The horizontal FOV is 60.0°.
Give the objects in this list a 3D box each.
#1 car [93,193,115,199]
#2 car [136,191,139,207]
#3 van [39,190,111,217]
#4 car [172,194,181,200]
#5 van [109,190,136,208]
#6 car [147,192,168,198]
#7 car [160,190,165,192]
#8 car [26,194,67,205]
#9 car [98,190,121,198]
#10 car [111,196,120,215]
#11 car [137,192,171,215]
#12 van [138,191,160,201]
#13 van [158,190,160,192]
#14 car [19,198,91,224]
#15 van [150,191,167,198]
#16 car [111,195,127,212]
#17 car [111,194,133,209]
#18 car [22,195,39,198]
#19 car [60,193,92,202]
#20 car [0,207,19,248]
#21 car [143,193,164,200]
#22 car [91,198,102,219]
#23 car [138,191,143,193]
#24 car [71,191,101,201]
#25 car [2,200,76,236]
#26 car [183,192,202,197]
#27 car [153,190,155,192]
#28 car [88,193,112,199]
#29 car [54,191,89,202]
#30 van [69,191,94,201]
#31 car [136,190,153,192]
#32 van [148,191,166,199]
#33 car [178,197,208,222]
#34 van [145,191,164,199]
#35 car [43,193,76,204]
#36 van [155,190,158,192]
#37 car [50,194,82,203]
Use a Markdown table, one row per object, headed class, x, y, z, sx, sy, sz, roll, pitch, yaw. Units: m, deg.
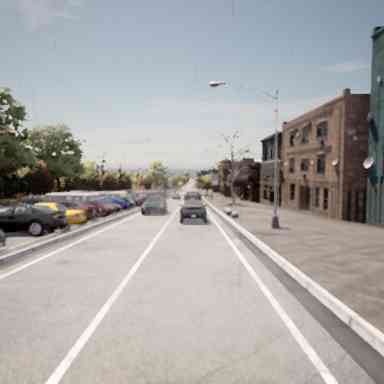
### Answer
| class | x | y | z | sx | sy | sz | roll | pitch | yaw |
| --- | --- | --- | --- | --- | --- | --- | --- | --- | --- |
| car | -22.053 | 0.921 | 83.287 | 5.008 | 1.535 | 2.097 | 0 | 1 | 0 |
| car | -8.942 | 1.085 | 39.178 | 4.553 | 1.767 | 2.185 | 0 | 0 | 0 |
| van | -8.773 | 1.060 | 25.161 | 4.442 | 1.987 | 1.878 | 0 | 0 | 0 |
| car | -3.261 | 1.047 | 71.840 | 2.033 | 1.411 | 5.357 | 0 | 0 | 0 |
| van | -8.790 | 1.000 | 36.374 | 4.442 | 1.987 | 1.878 | 0 | 0 | 0 |
| car | -8.978 | 0.876 | 86.843 | 5.008 | 1.535 | 2.097 | 0 | 1 | 0 |
| car | -8.926 | 0.809 | 67.211 | 5.566 | 2.045 | 2.435 | 0 | 0 | 0 |
| car | -21.822 | 1.151 | 49.974 | 5.366 | 1.575 | 1.946 | 0 | 0 | 0 |
| car | -22.038 | 0.599 | 88.835 | 5.566 | 2.045 | 2.435 | 0 | 1 | 0 |
| car | -8.865 | 1.301 | 27.966 | 4.792 | 1.488 | 2.163 | 0 | 0 | 0 |
| car | -3.351 | 1.138 | 30.166 | 2.097 | 1.767 | 4.553 | 0 | 0 | 0 |
| van | -9.075 | 0.820 | 70.011 | 4.442 | 1.987 | 1.878 | 0 | 0 | 0 |
| van | -9.066 | 0.850 | 64.406 | 4.442 | 1.987 | 1.878 | 0 | 0 | 0 |
| car | -9.066 | 1.313 | 19.556 | 5.366 | 1.575 | 1.946 | 0 | 0 | 0 |
| van | -9.105 | 0.614 | 89.643 | 4.442 | 1.987 | 1.878 | 0 | 1 | 0 |
| car | -8.869 | 1.286 | 30.769 | 4.792 | 1.488 | 2.163 | 0 | 0 | 0 |
| car | -8.897 | 1.241 | 33.572 | 5.008 | 1.535 | 2.097 | 0 | 0 | 0 |
| car | -22.009 | 1.170 | 47.197 | 4.892 | 1.521 | 2.231 | 0 | 0 | 0 |
| car | -22.214 | 1.076 | 63.852 | 5.366 | 1.575 | 1.946 | 0 | 0 | 0 |
| car | -8.839 | 1.401 | 11.148 | 4.792 | 1.488 | 2.163 | 0 | 0 | 0 |
| car | -9.000 | 1.006 | 78.431 | 4.792 | 1.488 | 2.163 | 0 | 1 | 0 |
| car | -8.914 | 1.331 | 22.359 | 4.792 | 1.488 | 2.163 | 0 | 0 | 0 |
| car | -8.884 | 1.070 | 41.981 | 4.553 | 1.767 | 2.185 | 0 | 0 | 0 |
| car | -22.065 | 0.798 | 69.402 | 5.566 | 2.045 | 2.435 | 0 | 0 | 0 |
| car | -8.871 | 1.332 | 16.756 | 5.008 | 1.535 | 2.097 | 0 | 0 | 0 |
| car | 0.095 | 0.948 | 41.301 | 2.150 | 2.045 | 5.566 | 0 | 1 | 0 |
| car | -8.900 | 0.900 | 50.390 | 5.566 | 2.045 | 2.435 | 0 | 0 | 0 |
| car | -22.238 | 0.950 | 80.509 | 5.366 | 1.575 | 1.946 | 0 | 1 | 0 |
| car | -22.053 | 0.843 | 61.075 | 5.566 | 2.045 | 2.435 | 0 | 0 | 0 |
| van | -22.149 | 0.839 | 66.625 | 4.442 | 1.987 | 1.878 | 0 | 0 | 0 |
| car | -8.895 | 0.915 | 47.587 | 5.566 | 2.045 | 2.435 | 0 | 0 | 0 |
| van | -8.863 | 0.687 | 84.033 | 4.442 | 1.987 | 1.878 | 0 | 1 | 0 |
| car | 0.097 | 1.324 | 24.174 | 1.837 | 1.490 | 4.892 | 0 | 0 | 0 |
| van | -9.092 | 0.719 | 81.231 | 4.442 | 1.987 | 1.878 | 0 | 1 | 0 |
| car | -22.047 | 0.998 | 55.523 | 4.553 | 1.767 | 2.185 | 0 | 0 | 0 |
| van | -9.062 | 0.865 | 61.603 | 4.442 | 1.987 | 1.878 | 0 | 0 | 0 |
| car | -21.991 | 1.139 | 58.301 | 4.792 | 1.488 | 2.163 | 0 | 0 | 0 |
